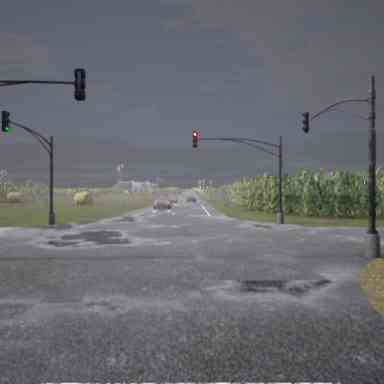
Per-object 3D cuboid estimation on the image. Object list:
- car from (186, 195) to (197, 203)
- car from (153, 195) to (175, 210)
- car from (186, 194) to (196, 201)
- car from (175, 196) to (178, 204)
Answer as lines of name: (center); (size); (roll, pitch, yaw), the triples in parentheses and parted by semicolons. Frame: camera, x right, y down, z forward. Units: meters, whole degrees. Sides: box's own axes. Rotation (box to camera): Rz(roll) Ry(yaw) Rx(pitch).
car: (-0.107, 1.425, 66.235); (1.837, 1.490, 4.892); (0, 0, 0)
car: (-3.699, 1.323, 41.992); (2.097, 1.767, 4.553); (0, 0, 0)
car: (-0.183, 1.347, 76.539); (2.128, 1.511, 4.902); (0, 0, 0)
car: (-3.714, 1.287, 60.024); (2.097, 1.767, 4.553); (0, 0, 0)
